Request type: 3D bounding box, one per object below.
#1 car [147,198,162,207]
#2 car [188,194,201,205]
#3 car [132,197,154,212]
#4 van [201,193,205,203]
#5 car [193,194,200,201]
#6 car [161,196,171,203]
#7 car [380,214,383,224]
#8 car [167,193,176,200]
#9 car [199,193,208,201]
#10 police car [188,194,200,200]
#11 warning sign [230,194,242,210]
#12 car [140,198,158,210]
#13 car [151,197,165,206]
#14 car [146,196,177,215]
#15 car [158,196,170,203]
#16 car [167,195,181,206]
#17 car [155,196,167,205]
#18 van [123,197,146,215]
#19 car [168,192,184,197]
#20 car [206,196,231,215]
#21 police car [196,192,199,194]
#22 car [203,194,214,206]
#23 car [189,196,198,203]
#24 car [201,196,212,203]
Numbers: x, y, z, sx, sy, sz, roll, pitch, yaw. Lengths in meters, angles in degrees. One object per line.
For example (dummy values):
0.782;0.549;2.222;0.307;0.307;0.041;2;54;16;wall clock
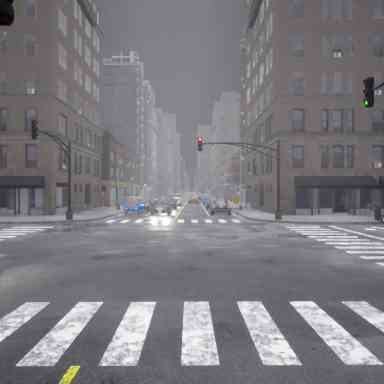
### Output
-5.689;1.585;50.363;1.802;1.307;4.206;0;0;0;car
0.302;1.528;59.473;1.812;1.442;4.674;0;0;1;car
-5.728;1.442;39.026;1.967;1.590;4.097;0;0;0;car
2.855;1.344;56.007;1.690;1.788;3.998;0;0;0;van
1.090;1.447;89.522;1.801;1.575;5.366;0;0;0;car
-5.612;1.543;73.035;1.887;1.381;4.507;0;0;0;car
14.356;1.520;20.678;4.892;1.490;1.837;0;0;0;car
-5.554;1.306;90.041;2.192;1.841;5.009;0;0;0;car
2.952;1.309;84.354;2.192;1.841;5.009;0;0;0;car
0.596;1.414;95.351;1.930;1.638;5.238;0;0;-16;police car
5.200;1.118;39.317;1.300;1.860;1.060;0;0;0;warning sign
-5.708;1.569;44.694;1.947;1.339;4.313;0;0;0;car
-5.670;1.568;56.031;1.947;1.339;4.313;0;0;0;car
-2.992;1.493;33.498;2.128;1.511;4.902;0;0;0;car
-5.631;1.566;67.367;1.947;1.339;4.313;0;0;0;car
-2.952;1.494;43.743;2.128;1.511;4.902;0;0;0;car
-5.651;1.527;61.529;1.752;1.417;4.829;0;0;0;car
-5.747;1.343;33.358;1.690;1.788;3.998;0;0;0;van
-2.903;1.224;54.473;2.150;2.045;5.566;0;0;0;car
2.778;1.442;33.331;1.967;1.590;4.097;0;0;0;car
1.065;1.421;79.427;1.930;1.638;5.238;0;0;-1;police car
2.817;1.443;44.669;1.967;1.590;4.097;0;0;0;car
0.293;1.601;69.719;1.895;1.301;4.718;0;0;1;car
2.895;1.551;67.346;2.008;1.369;4.403;0;0;0;car
